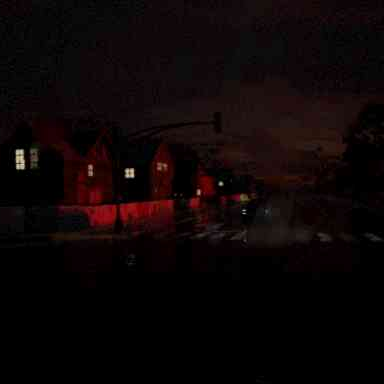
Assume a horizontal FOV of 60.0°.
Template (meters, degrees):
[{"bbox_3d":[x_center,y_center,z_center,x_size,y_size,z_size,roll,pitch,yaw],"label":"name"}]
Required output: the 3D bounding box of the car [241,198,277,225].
[{"bbox_3d":[4.682,1.250,23.048,2.097,1.767,4.553,-2,0,17],"label":"car"}]
